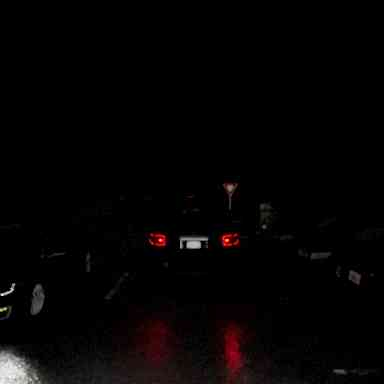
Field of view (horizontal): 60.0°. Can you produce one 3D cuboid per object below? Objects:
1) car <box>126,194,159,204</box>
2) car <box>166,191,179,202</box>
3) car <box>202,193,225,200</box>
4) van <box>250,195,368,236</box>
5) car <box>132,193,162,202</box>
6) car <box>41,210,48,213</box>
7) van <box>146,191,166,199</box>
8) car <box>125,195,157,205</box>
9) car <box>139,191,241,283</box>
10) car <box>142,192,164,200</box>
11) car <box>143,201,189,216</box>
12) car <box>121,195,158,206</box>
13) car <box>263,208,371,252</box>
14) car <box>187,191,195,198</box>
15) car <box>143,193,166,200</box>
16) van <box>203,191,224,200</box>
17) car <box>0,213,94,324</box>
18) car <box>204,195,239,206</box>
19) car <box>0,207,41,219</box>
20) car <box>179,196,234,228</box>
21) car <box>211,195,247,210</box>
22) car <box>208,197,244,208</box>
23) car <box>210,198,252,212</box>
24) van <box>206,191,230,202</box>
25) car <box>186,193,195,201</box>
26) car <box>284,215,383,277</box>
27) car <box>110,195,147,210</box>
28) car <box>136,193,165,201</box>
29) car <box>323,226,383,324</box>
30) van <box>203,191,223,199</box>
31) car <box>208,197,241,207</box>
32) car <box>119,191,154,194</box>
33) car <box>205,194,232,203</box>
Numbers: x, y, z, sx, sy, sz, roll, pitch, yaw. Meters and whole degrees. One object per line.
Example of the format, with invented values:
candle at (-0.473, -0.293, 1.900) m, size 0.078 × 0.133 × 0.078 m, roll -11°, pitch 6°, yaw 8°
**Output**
car at (-8.523, 1.209, 57.575) m, size 5.366 × 1.575 × 1.946 m, roll 0°, pitch 1°, yaw 0°
car at (-3.819, 0.772, 66.778) m, size 2.150 × 2.045 × 5.566 m, roll 0°, pitch 1°, yaw 0°
car at (4.734, 0.924, 74.163) m, size 5.008 × 1.535 × 2.097 m, roll 0°, pitch 1°, yaw 0°
van at (4.914, 1.119, 13.958) m, size 4.442 × 1.987 × 1.878 m, roll -1°, pitch 1°, yaw 0°
car at (-8.528, 1.093, 63.247) m, size 5.366 × 1.575 × 1.946 m, roll 0°, pitch 1°, yaw 0°
car at (-8.069, 1.373, 13.879) m, size 4.792 × 1.488 × 2.163 m, roll 0°, pitch 1°, yaw 0°
van at (-8.236, 0.663, 76.992) m, size 4.442 × 1.987 × 1.878 m, roll 0°, pitch 1°, yaw 0°
car at (-8.329, 1.272, 54.800) m, size 4.892 × 1.521 × 2.231 m, roll 0°, pitch 1°, yaw 0°
car at (0.060, 1.145, 9.594) m, size 2.150 × 2.045 × 5.566 m, roll 0°, pitch 1°, yaw 0°
car at (-8.317, 0.834, 71.444) m, size 4.553 × 1.767 × 2.185 m, roll 0°, pitch 1°, yaw 0°
car at (-2.564, 1.635, 33.049) m, size 4.181 × 1.385 × 1.994 m, roll 0°, pitch -3°, yaw 9°
car at (-8.148, 1.326, 52.024) m, size 5.366 × 1.575 × 1.946 m, roll 0°, pitch 1°, yaw 0°
car at (5.043, 1.419, 11.288) m, size 4.674 × 1.452 × 2.002 m, roll 0°, pitch 1°, yaw 0°
car at (-0.317, 0.653, 82.399) m, size 1.882 × 1.535 × 5.008 m, roll 0°, pitch 1°, yaw 0°
car at (-8.321, 0.952, 74.219) m, size 4.792 × 1.488 × 2.163 m, roll 0°, pitch 1°, yaw 0°
van at (4.623, 0.735, 71.374) m, size 4.442 × 1.987 × 1.878 m, roll 0°, pitch 1°, yaw 0°
car at (-3.589, 1.455, 7.251) m, size 1.837 × 1.490 × 4.892 m, roll 0°, pitch 1°, yaw 0°
car at (4.561, 1.327, 52.015) m, size 5.366 × 1.575 × 1.946 m, roll 0°, pitch 1°, yaw 0°
car at (-8.010, 1.411, 11.095) m, size 4.792 × 1.488 × 2.163 m, roll 0°, pitch 1°, yaw 0°
car at (1.084, 1.211, 21.142) m, size 2.097 × 1.767 × 4.553 m, roll -1°, pitch -2°, yaw 22°
car at (4.784, 1.376, 43.829) m, size 4.553 × 1.767 × 2.185 m, roll 0°, pitch 1°, yaw 0°
car at (4.721, 1.476, 46.477) m, size 4.792 × 1.488 × 2.163 m, roll 0°, pitch 1°, yaw 0°
car at (4.750, 1.559, 41.061) m, size 5.008 × 1.535 × 2.097 m, roll 0°, pitch 1°, yaw 0°
van at (4.854, 0.871, 63.212) m, size 4.442 × 1.987 × 1.878 m, roll 0°, pitch 1°, yaw 0°
car at (-0.297, 1.045, 67.619) m, size 1.837 × 1.490 × 4.892 m, roll 0°, pitch 1°, yaw 0°
car at (5.043, 1.456, 8.503) m, size 4.674 × 1.452 × 2.002 m, roll 0°, pitch 1°, yaw 0°
car at (-8.356, 1.533, 43.698) m, size 4.792 × 1.488 × 2.163 m, roll 0°, pitch 1°, yaw 0°
car at (-8.159, 1.043, 65.899) m, size 5.366 × 1.575 × 1.946 m, roll 0°, pitch 1°, yaw 0°
car at (5.069, 1.478, 5.591) m, size 4.792 × 1.488 × 2.163 m, roll 0°, pitch 1°, yaw 0°
van at (4.843, 0.664, 76.930) m, size 4.442 × 1.987 × 1.878 m, roll 0°, pitch 1°, yaw 0°
car at (4.746, 1.428, 49.247) m, size 4.674 × 1.452 × 2.002 m, roll 0°, pitch 1°, yaw 0°
car at (-8.303, 1.136, 49.243) m, size 5.566 × 2.045 × 2.435 m, roll 0°, pitch 1°, yaw 0°
car at (4.712, 1.185, 60.323) m, size 4.792 × 1.488 × 2.163 m, roll 0°, pitch 1°, yaw 0°
